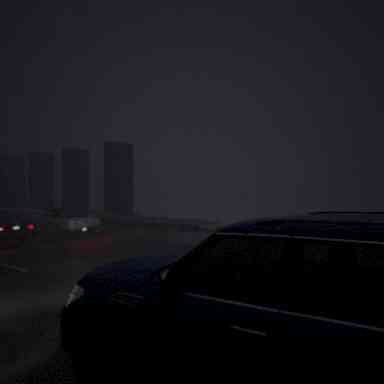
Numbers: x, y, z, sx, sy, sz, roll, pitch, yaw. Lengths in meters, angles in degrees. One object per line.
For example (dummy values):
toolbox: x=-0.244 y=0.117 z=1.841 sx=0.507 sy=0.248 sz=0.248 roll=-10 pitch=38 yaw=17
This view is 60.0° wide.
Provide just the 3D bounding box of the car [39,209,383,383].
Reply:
car: x=1.097 y=1.218 z=3.210 sx=5.566 sy=2.045 sz=2.150 roll=0 pitch=0 yaw=36

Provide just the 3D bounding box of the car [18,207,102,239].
car: x=-7.101 y=1.538 z=17.683 sx=4.718 sy=1.301 sz=1.895 roll=0 pitch=0 yaw=36

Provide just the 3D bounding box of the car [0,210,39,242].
car: x=-9.097 y=1.485 z=14.808 sx=5.357 sy=1.411 sz=2.033 roll=0 pitch=0 yaw=36
